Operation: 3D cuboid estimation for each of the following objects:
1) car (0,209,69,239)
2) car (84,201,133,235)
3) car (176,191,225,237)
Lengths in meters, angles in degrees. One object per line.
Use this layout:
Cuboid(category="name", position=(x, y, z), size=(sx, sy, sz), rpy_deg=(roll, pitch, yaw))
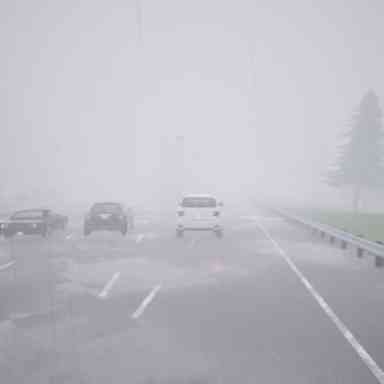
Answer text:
Cuboid(category="car", position=(-7.801, 1.525, 16.922), size=(1.895, 1.301, 4.718), rpy_deg=(0, 0, -5))
Cuboid(category="car", position=(-4.447, 1.266, 18.295), size=(2.097, 1.767, 4.553), rpy_deg=(0, 0, -5))
Cuboid(category="car", position=(0.469, 1.137, 17.587), size=(2.150, 2.045, 5.566), rpy_deg=(0, 0, 4))
